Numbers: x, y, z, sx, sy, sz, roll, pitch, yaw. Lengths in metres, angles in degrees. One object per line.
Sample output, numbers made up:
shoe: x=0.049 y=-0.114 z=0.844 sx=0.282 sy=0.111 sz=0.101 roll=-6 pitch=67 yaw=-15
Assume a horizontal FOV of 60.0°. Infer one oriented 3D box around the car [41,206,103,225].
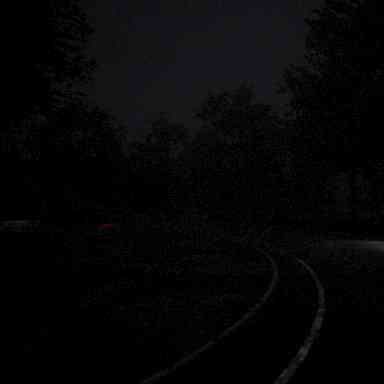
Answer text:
car: x=-10.135 y=1.961 z=28.122 sx=5.008 sy=1.535 sz=1.882 roll=0 pitch=-1 yaw=1
